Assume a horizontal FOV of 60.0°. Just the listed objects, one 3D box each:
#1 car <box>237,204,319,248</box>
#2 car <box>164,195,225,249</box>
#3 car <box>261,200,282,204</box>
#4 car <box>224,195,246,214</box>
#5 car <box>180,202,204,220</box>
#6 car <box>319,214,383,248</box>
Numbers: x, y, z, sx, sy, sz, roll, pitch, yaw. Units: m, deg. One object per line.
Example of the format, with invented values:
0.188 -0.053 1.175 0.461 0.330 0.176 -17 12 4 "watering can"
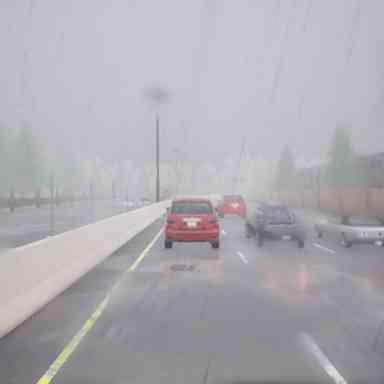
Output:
3.500 1.492 14.650 2.128 1.511 4.902 0 0 0 "car"
0.000 1.255 14.680 2.150 2.045 5.566 0 0 0 "car"
7.000 1.482 29.650 1.882 1.535 5.008 0 0 0 "car"
3.500 1.255 29.680 2.150 2.045 5.566 0 0 0 "car"
0.000 1.614 29.680 1.895 1.301 4.718 0 0 0 "car"
7.000 1.614 14.680 1.895 1.301 4.718 0 0 0 "car"
